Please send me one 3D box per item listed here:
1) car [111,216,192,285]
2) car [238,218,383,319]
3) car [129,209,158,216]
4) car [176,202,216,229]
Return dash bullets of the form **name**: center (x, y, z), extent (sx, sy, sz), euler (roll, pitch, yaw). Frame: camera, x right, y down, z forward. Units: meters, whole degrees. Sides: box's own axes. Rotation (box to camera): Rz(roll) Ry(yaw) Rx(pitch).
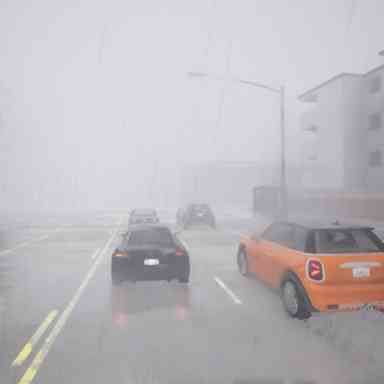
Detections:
- **car**: center (-1.246, 1.630, 9.824), extent (1.994, 1.385, 4.181), euler (0, 0, -8)
- **car**: center (2.568, 1.388, 7.707), extent (2.097, 1.767, 4.553), euler (0, 0, -8)
- **car**: center (-3.219, 1.749, 22.024), extent (1.895, 1.301, 4.718), euler (0, 0, -10)
- **car**: center (0.156, 1.493, 22.974), extent (2.097, 1.767, 4.553), euler (0, 0, -10)
